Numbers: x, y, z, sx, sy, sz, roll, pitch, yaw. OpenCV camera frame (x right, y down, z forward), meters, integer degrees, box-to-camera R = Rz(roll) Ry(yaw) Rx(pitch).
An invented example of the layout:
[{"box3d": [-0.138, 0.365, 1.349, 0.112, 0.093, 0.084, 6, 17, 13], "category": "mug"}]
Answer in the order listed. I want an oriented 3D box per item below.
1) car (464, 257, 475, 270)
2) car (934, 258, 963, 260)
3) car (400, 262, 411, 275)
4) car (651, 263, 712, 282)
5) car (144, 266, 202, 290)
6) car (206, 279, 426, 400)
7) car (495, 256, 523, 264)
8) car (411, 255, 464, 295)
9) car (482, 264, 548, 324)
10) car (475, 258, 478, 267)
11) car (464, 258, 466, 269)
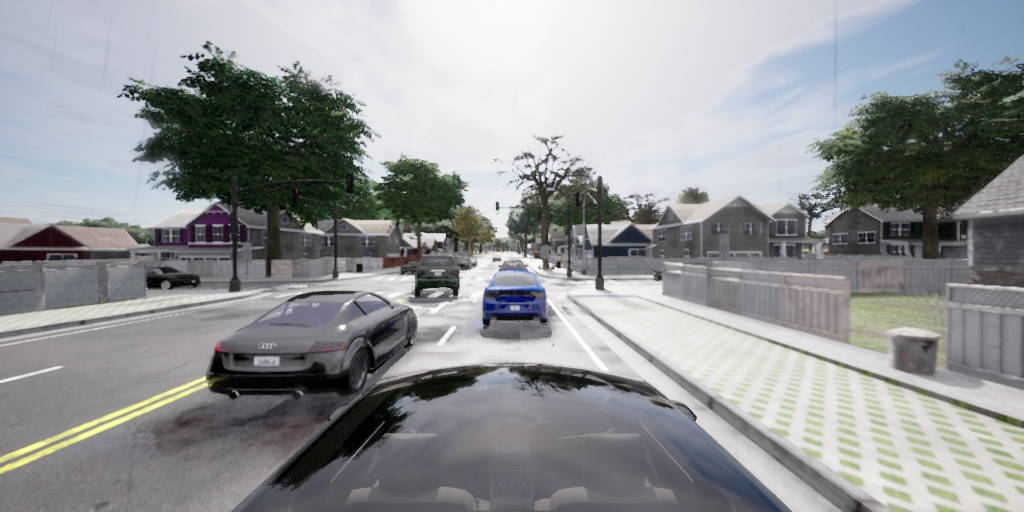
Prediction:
[{"box3d": [-6.589, 0.895, 47.787, 2.097, 1.767, 4.553, 0, 1, 0], "category": "car"}, {"box3d": [32.400, 0.925, 26.579, 4.902, 1.511, 2.128, 0, 0, -1], "category": "car"}, {"box3d": [-9.856, 1.219, 36.601, 1.895, 1.301, 4.718, 0, 0, 0], "category": "car"}, {"box3d": [12.718, 1.194, 26.053, 4.718, 1.301, 1.895, 0, 0, 1], "category": "car"}, {"box3d": [-22.585, 1.355, 22.784, 5.008, 1.535, 1.882, 0, 0, 3], "category": "car"}, {"box3d": [-3.150, 1.314, 6.613, 1.994, 1.385, 4.181, 0, 0, 0], "category": "car"}, {"box3d": [0.085, 1.033, 26.192, 2.097, 1.767, 4.553, 0, 0, 0], "category": "car"}, {"box3d": [-4.112, 0.956, 19.358, 2.150, 2.045, 5.566, 0, 0, -14], "category": "car"}, {"box3d": [0.111, 1.217, 11.945, 1.882, 1.535, 5.008, 0, 0, 1], "category": "car"}, {"box3d": [-6.566, 0.946, 58.067, 2.033, 1.411, 5.357, 0, 1, 0], "category": "car"}, {"box3d": [-6.604, 1.156, 38.348, 2.033, 1.411, 5.357, 0, 0, 0], "category": "car"}]
